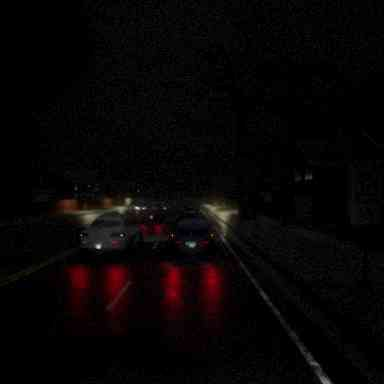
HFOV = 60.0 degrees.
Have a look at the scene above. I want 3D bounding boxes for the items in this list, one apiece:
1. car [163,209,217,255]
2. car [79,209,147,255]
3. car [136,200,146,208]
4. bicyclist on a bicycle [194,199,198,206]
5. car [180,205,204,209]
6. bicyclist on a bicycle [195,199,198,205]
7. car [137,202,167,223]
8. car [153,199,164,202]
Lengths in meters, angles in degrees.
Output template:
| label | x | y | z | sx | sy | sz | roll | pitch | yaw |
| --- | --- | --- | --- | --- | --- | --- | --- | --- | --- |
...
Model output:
| label | x | y | z | sx | sy | sz | roll | pitch | yaw |
| --- | --- | --- | --- | --- | --- | --- | --- | --- | --- |
| car | 0.023 | 1.674 | 13.884 | 1.812 | 1.442 | 4.674 | 0 | 0 | 1 |
| car | -3.226 | 1.674 | 13.881 | 1.812 | 1.442 | 4.674 | 0 | 0 | 1 |
| car | -9.781 | 2.365 | 65.613 | 1.812 | 1.442 | 4.674 | 0 | -1 | 0 |
| bicyclist on a bicycle | 0.861 | 2.441 | 76.474 | 0.866 | 1.612 | 1.509 | 0 | -1 | 0 |
| car | 0.014 | 1.810 | 28.495 | 2.128 | 1.511 | 4.902 | 0 | -1 | 1 |
| bicyclist on a bicycle | 0.869 | 2.237 | 67.474 | 0.659 | 1.776 | 1.843 | 0 | -1 | 0 |
| car | -3.233 | 1.847 | 28.891 | 1.812 | 1.442 | 4.674 | 0 | 0 | 1 |
| car | -6.532 | 2.194 | 65.672 | 2.097 | 1.767 | 4.553 | 0 | -1 | 0 |
